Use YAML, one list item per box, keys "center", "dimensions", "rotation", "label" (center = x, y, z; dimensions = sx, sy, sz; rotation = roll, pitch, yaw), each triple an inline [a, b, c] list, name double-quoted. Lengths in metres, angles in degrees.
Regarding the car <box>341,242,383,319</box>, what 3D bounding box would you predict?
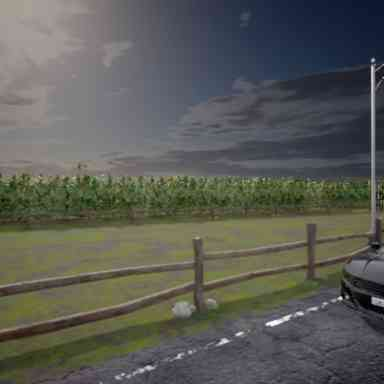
- center: [4.963, 1.451, 6.666]
  dimensions: [5.008, 1.535, 1.882]
  rotation: [0, 0, -36]
  label: "car"
